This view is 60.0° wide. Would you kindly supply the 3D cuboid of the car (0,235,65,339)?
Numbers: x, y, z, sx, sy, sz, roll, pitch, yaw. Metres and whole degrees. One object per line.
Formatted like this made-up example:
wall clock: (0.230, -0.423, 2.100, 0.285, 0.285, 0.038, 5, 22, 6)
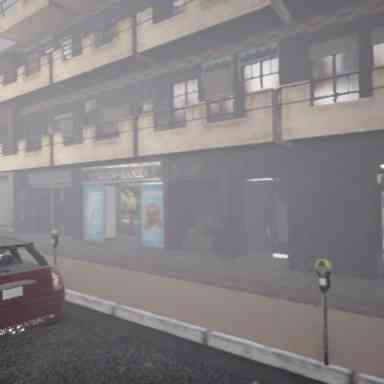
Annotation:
car: (-4.100, 1.451, 5.819, 4.097, 1.590, 1.967, 0, -1, 36)
